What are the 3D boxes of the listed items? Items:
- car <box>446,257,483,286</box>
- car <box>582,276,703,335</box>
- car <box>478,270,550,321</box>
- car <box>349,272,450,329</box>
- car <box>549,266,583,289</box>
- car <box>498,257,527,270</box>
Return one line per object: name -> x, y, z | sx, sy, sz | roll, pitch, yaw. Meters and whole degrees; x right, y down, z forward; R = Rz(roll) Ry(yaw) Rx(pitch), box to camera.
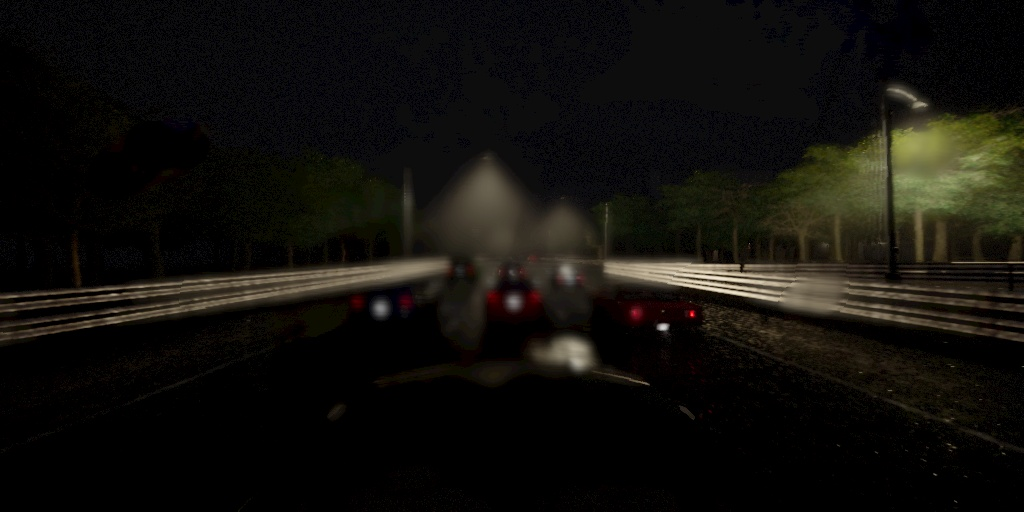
car -> -3.436, 1.076, 26.523 | 2.150, 2.045, 5.566 | 0, 0, 1
car -> 3.560, 1.395, 10.624 | 1.895, 1.301, 4.718 | 0, 0, 1
car -> 0.071, 1.368, 12.780 | 1.994, 1.385, 4.181 | 0, 0, 0
car -> -3.438, 1.362, 11.425 | 1.994, 1.385, 4.181 | 0, 0, 0
car -> 3.542, 1.395, 23.805 | 2.033, 1.411, 5.357 | 0, 0, 0
car -> 0.069, 1.203, 27.286 | 2.097, 1.767, 4.553 | 0, 0, 0
